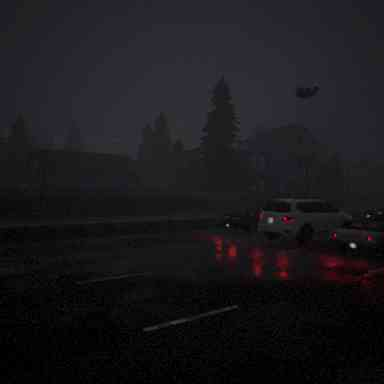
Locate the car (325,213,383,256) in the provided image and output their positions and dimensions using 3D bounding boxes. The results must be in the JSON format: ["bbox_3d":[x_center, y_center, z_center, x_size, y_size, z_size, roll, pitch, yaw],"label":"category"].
[{"bbox_3d":[7.839,1.738,13.755,4.718,1.301,1.895,1,0,-35],"label":"car"}]

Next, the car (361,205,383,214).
[{"bbox_3d":[16.206,1.811,28.315,4.674,1.442,1.812,0,0,-35],"label":"car"}]

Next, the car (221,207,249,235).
[{"bbox_3d":[3.932,1.632,19.565,4.902,1.511,2.128,1,0,-35],"label":"car"}]

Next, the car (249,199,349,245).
[{"bbox_3d":[5.740,1.353,16.558,5.566,2.045,2.150,0,0,-35],"label":"car"}]
